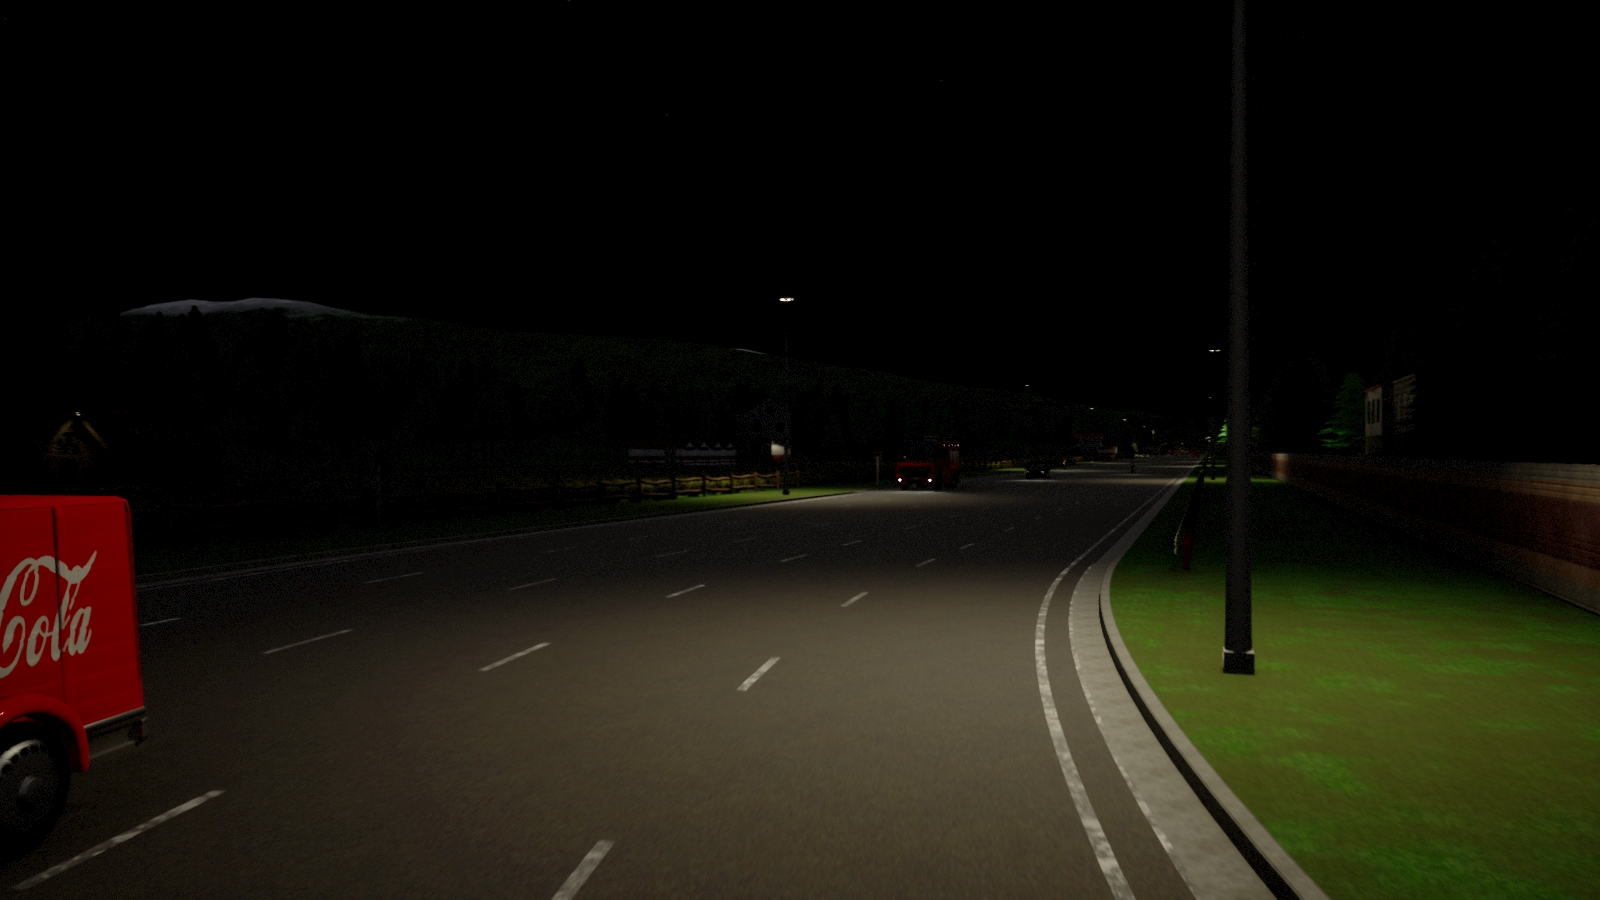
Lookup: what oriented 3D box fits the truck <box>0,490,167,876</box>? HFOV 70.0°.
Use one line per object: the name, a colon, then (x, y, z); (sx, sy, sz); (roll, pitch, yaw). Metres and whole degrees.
truck: (-6.635, 1.562, 6.726); (2.627, 2.467, 5.204); (0, 0, 5)
